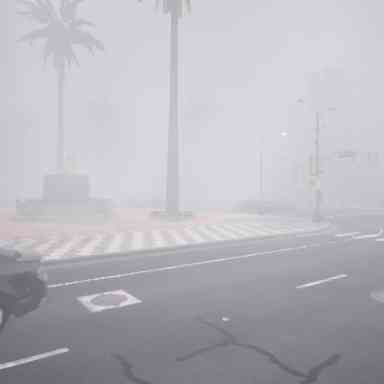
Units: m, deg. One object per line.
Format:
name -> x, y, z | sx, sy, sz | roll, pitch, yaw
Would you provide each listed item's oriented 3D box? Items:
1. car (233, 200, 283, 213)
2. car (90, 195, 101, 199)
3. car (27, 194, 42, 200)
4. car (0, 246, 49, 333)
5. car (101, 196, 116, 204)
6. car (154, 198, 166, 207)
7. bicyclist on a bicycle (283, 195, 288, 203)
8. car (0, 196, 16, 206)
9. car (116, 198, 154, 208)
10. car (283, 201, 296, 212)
car -> 6.926, 1.547, 36.791 | 2.033, 1.411, 5.357 | 0, 0, -38
car -> -18.170, 1.352, 55.602 | 4.553, 1.767, 2.097 | 0, 0, 1
car -> -26.045, 1.221, 58.555 | 5.566, 2.045, 2.150 | 0, 0, -10
car -> -4.769, 1.505, 4.881 | 4.892, 1.490, 1.837 | 0, 0, -36
car -> -15.836, 1.491, 59.119 | 4.902, 1.511, 2.128 | 0, 0, 2
car -> -4.904, 1.547, 49.799 | 5.357, 1.411, 2.033 | 0, 0, 19
bicyclist on a bicycle -> 15.275, 1.300, 54.474 | 0.582, 1.620, 1.656 | 0, 0, 42
car -> -31.104, 1.505, 53.611 | 4.892, 1.490, 1.837 | 0, 0, -16
car -> -8.128, 1.564, 47.247 | 4.181, 1.385, 1.994 | 0, 0, 16
car -> 9.858, 1.564, 38.460 | 1.994, 1.385, 4.181 | 0, 0, -39
